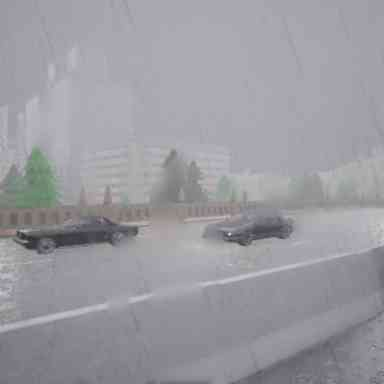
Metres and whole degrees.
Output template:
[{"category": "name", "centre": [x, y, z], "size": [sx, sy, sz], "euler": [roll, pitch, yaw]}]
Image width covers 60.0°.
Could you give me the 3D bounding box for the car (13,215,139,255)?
[{"category": "car", "centre": [-4.689, 1.671, 13.787], "size": [4.718, 1.301, 1.895], "euler": [0, 0, -39]}]

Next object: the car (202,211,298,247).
[{"category": "car", "centre": [2.933, 1.611, 15.738], "size": [5.357, 1.411, 2.033], "euler": [0, 0, -43]}]
